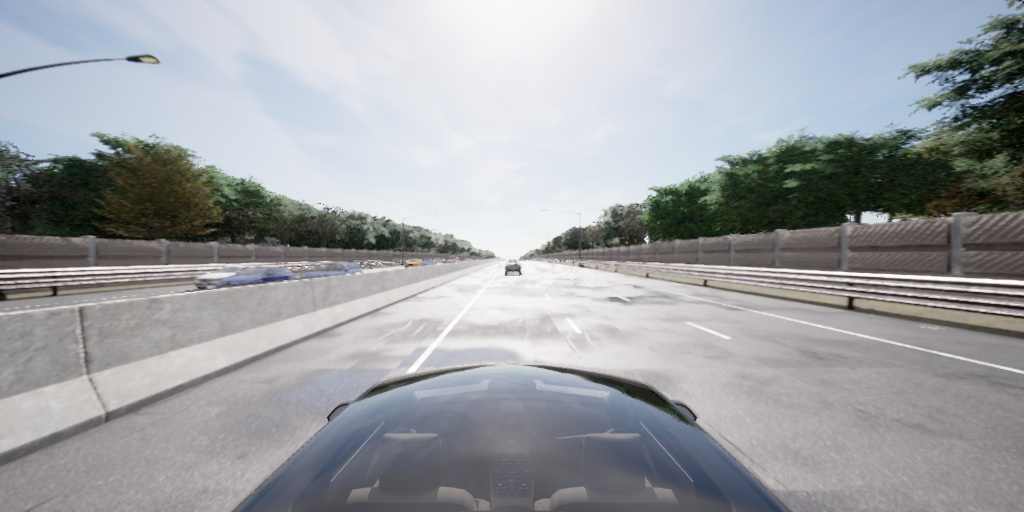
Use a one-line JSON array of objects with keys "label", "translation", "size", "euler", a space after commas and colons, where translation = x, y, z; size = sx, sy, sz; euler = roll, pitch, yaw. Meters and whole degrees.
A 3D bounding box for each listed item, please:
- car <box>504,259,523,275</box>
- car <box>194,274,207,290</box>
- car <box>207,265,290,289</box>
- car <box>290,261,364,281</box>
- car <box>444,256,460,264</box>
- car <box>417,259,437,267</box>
[{"label": "car", "translation": [0.144, 1.285, 40.912], "size": [2.128, 1.511, 4.902], "euler": [0, 0, 0]}, {"label": "car", "translation": [-17.556, 1.305, 22.822], "size": [1.812, 1.442, 4.674], "euler": [0, 0, 0]}, {"label": "car", "translation": [-14.070, 1.299, 20.114], "size": [1.812, 1.442, 4.674], "euler": [0, 0, 0]}, {"label": "car", "translation": [-10.564, 1.124, 21.272], "size": [2.097, 1.767, 4.553], "euler": [0, 0, 0]}, {"label": "car", "translation": [-10.436, 1.090, 63.105], "size": [2.150, 2.045, 5.566], "euler": [0, 0, 0]}, {"label": "car", "translation": [-13.946, 1.309, 60.596], "size": [1.882, 1.535, 5.008], "euler": [0, 0, 1]}]
